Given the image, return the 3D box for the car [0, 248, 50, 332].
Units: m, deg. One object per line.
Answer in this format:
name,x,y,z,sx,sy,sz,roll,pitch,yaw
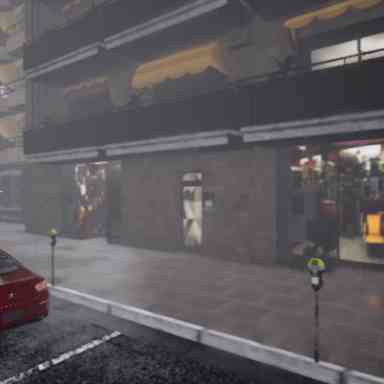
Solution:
car,-4.177,1.578,5.857,4.206,1.307,1.802,0,0,36
